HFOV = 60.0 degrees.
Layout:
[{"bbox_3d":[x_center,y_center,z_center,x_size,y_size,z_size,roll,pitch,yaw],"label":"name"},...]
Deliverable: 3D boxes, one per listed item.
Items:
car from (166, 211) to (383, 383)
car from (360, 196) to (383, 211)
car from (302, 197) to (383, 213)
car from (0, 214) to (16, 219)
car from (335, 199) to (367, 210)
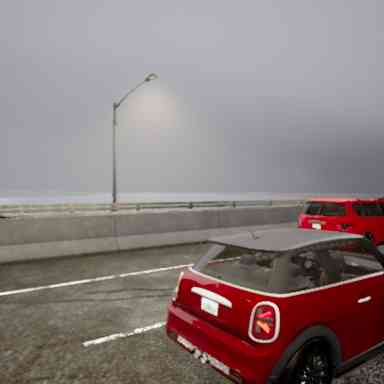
[{"bbox_3d":[1.936,1.357,5.117,4.553,1.767,2.097,0,0,-35],"label":"car"},{"bbox_3d":[23.379,1.406,41.713,4.553,1.767,2.097,0,0,-34],"label":"car"},{"bbox_3d":[6.293,1.237,12.495,5.566,2.045,2.150,0,0,-35],"label":"car"},{"bbox_3d":[-10.062,1.501,14.006,4.892,1.490,1.837,0,0,-35],"label":"car"},{"bbox_3d":[21.331,1.619,44.551,4.181,1.385,1.994,0,0,-34],"label":"car"}]
